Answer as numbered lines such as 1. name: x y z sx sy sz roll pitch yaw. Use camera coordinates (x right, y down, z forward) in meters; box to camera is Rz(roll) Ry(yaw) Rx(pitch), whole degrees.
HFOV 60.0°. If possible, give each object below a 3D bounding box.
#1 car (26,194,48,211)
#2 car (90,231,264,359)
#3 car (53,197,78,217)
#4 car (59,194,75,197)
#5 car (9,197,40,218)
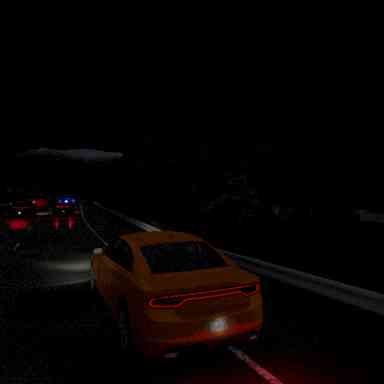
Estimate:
1. car: -18.693 1.220 39.991 2.150 2.045 5.566 0 0 -19
2. car: -0.709 1.478 6.309 1.882 1.535 5.008 0 0 -25
3. car: -12.074 1.490 31.505 2.128 1.511 4.902 0 0 -19
4. car: -15.533 1.220 41.397 2.150 2.045 5.566 0 0 -19
5. car: -15.245 1.504 30.105 1.837 1.490 4.892 0 0 -20
